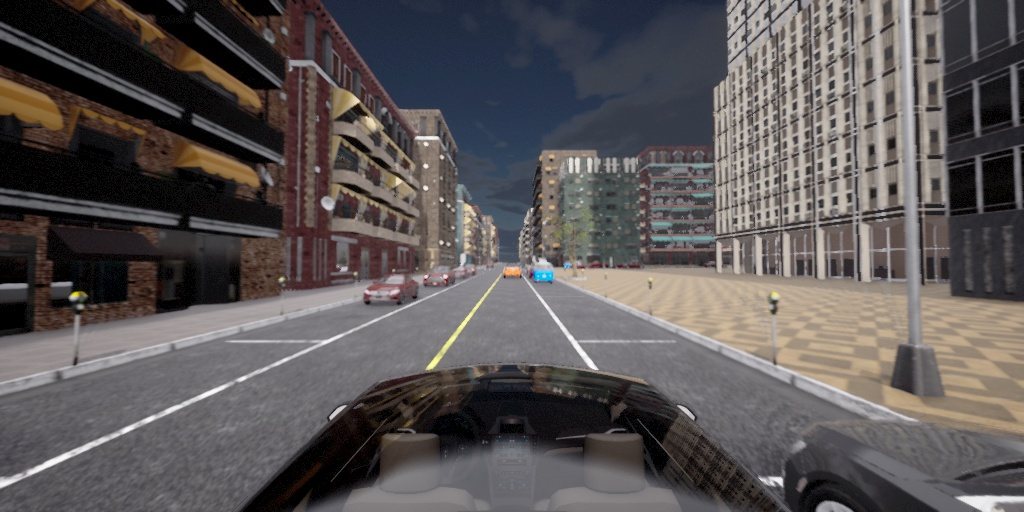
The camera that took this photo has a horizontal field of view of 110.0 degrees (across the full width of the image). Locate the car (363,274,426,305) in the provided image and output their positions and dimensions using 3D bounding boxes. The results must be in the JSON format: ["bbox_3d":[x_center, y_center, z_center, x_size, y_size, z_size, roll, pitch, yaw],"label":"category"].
[{"bbox_3d":[-5.698,1.537,17.382,1.802,1.307,4.207,0,0,0],"label":"car"}]

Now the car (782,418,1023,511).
[{"bbox_3d":[2.692,1.287,0.677,2.007,1.370,4.403,0,0,0],"label":"car"}]

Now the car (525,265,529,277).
[{"bbox_3d":[2.755,1.803,40.372,1.888,1.381,4.507,0,0,0],"label":"car"}]

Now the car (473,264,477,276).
[{"bbox_3d":[-5.844,1.805,48.562,1.967,1.591,4.097,0,0,0],"label":"car"}]

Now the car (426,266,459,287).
[{"bbox_3d":[-5.708,1.541,28.521,1.967,1.591,4.097,0,0,0],"label":"car"}]

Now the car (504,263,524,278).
[{"bbox_3d":[0.079,1.644,43.013,2.097,1.767,4.553,0,-1,0],"label":"car"}]

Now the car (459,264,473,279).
[{"bbox_3d":[-5.789,1.829,39.658,1.802,1.307,4.207,0,0,0],"label":"car"}]

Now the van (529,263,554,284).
[{"bbox_3d":[2.703,1.487,31.912,1.690,1.789,3.998,0,0,0],"label":"van"}]
